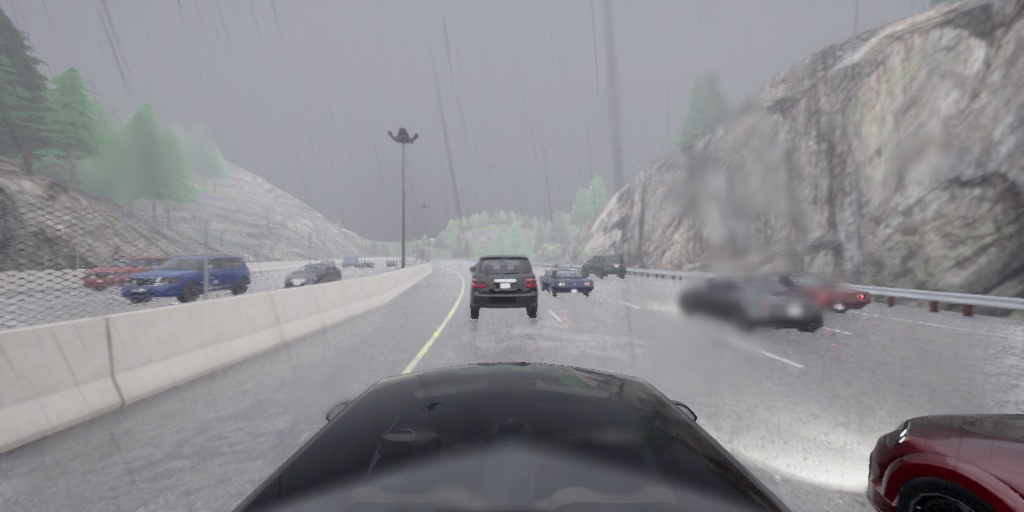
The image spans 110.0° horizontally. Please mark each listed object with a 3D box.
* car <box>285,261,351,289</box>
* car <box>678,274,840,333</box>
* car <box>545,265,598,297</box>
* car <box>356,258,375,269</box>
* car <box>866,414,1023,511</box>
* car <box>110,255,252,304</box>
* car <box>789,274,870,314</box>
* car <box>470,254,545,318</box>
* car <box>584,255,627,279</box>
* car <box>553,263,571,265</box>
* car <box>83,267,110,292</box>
[{"bbox_3d":[-11.956,1.252,21.961,2.128,1.511,4.902,0,0,-7],"label":"car"},{"bbox_3d":[6.757,1.292,10.688,1.994,1.385,4.181,0,0,-2],"label":"car"},{"bbox_3d":[2.676,1.331,18.806,1.895,1.301,4.718,0,0,-5],"label":"car"},{"bbox_3d":[-23.069,1.358,57.274,1.895,1.301,4.718,0,0,-14],"label":"car"},{"bbox_3d":[3.517,1.307,0.786,1.994,1.385,4.181,0,0,0],"label":"car"},{"bbox_3d":[-14.913,0.991,16.988,2.150,2.045,5.566,0,0,-6],"label":"car"},{"bbox_3d":[10.123,1.319,13.447,1.895,1.301,4.718,0,0,-4],"label":"car"},{"bbox_3d":[-0.375,0.964,13.198,2.150,2.045,5.566,0,0,-4],"label":"car"},{"bbox_3d":[8.077,0.930,31.693,2.150,2.045,5.566,0,0,-9],"label":"car"},{"bbox_3d":[4.399,1.317,32.533,1.895,1.301,4.718,0,0,-9],"label":"car"},{"bbox_3d":[-22.524,1.008,22.002,2.150,2.045,5.566,0,0,-8],"label":"car"}]
